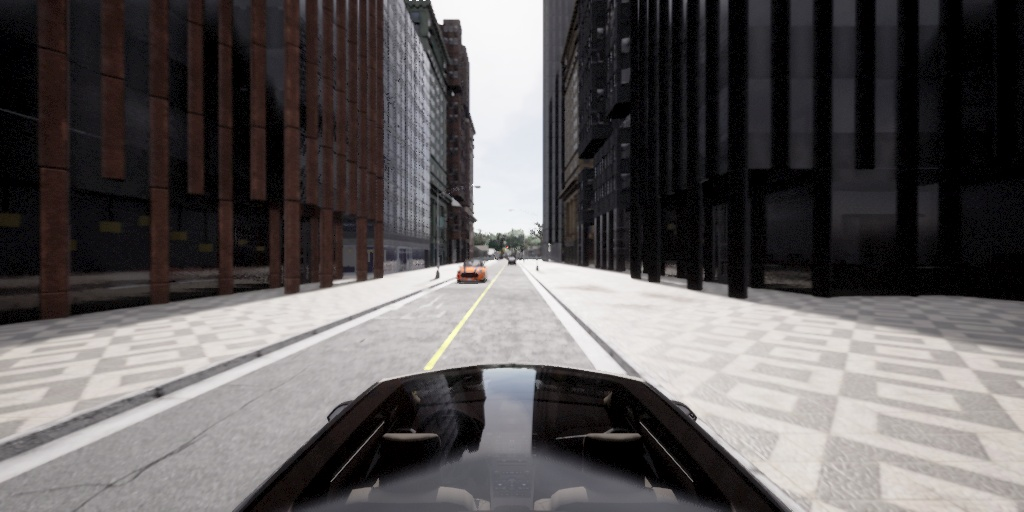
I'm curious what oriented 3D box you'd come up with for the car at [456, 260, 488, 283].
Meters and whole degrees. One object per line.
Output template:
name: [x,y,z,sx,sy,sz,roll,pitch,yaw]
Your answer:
car: [-3.050,1.103,28.112,2.097,1.767,4.553,0,0,0]
